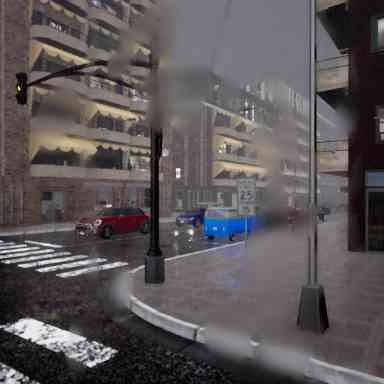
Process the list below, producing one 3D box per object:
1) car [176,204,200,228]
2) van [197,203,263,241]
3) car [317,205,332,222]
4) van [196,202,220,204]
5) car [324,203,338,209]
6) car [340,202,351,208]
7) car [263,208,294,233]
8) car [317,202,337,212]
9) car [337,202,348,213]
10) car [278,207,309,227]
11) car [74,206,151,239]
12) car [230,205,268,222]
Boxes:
[{"bbox_3d":[0.629,1.982,26.648,1.812,1.442,4.674,0,-1,36],"label":"car"},{"bbox_3d":[2.267,1.702,18.762,1.690,1.788,3.998,-1,-2,35],"label":"van"},{"bbox_3d":[11.763,2.232,32.396,2.008,1.369,4.403,-1,-2,35],"label":"car"},{"bbox_3d":[1.719,1.900,32.684,1.690,1.788,3.998,-1,-2,35],"label":"van"},{"bbox_3d":[30.621,3.062,73.301,1.887,1.381,4.507,-1,-2,35],"label":"car"},{"bbox_3d":[40.159,3.373,86.706,1.752,1.417,4.829,-1,-2,35],"label":"car"},{"bbox_3d":[5.341,2.034,23.368,1.947,1.339,4.313,-1,-2,35],"label":"car"},{"bbox_3d":[17.467,2.427,44.794,2.128,1.511,4.902,0,-1,35],"label":"car"},{"bbox_3d":[25.971,2.722,56.754,1.837,1.490,4.892,0,-1,36],"label":"car"},{"bbox_3d":[8.552,2.156,27.881,1.802,1.307,4.206,-1,-2,35],"label":"car"},{"bbox_3d":[-4.511,1.637,19.385,2.097,1.767,4.553,0,-1,35],"label":"car"},{"bbox_3d":[5.953,2.138,34.124,1.837,1.490,4.892,0,-1,36],"label":"car"}]
